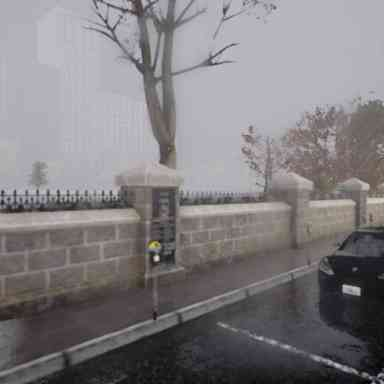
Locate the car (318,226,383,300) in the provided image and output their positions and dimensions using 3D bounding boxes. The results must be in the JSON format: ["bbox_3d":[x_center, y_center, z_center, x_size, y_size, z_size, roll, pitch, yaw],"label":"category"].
[{"bbox_3d":[4.674,1.568,8.137,1.947,1.339,4.313,0,0,44],"label":"car"}]
